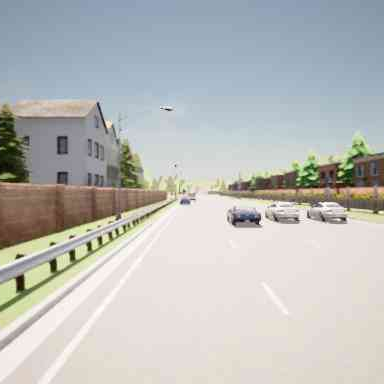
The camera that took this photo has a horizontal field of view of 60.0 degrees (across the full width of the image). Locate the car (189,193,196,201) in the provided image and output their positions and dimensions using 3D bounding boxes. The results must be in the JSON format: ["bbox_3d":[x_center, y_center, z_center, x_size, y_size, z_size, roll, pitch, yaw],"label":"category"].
[{"bbox_3d":[-0.003,1.440,76.662,1.895,1.301,4.718,0,0,0],"label":"car"}]

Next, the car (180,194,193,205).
[{"bbox_3d":[-1.228,1.530,59.731,1.812,1.442,4.674,0,0,0],"label":"car"}]

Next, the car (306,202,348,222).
[{"bbox_3d":[10.585,1.527,26.309,1.812,1.442,4.674,0,0,0],"label":"car"}]

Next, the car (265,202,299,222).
[{"bbox_3d":[7.085,1.527,26.369,1.812,1.442,4.674,0,0,0],"label":"car"}]

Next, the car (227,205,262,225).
[{"bbox_3d":[3.597,1.602,23.801,1.895,1.301,4.718,0,0,0],"label":"car"}]
